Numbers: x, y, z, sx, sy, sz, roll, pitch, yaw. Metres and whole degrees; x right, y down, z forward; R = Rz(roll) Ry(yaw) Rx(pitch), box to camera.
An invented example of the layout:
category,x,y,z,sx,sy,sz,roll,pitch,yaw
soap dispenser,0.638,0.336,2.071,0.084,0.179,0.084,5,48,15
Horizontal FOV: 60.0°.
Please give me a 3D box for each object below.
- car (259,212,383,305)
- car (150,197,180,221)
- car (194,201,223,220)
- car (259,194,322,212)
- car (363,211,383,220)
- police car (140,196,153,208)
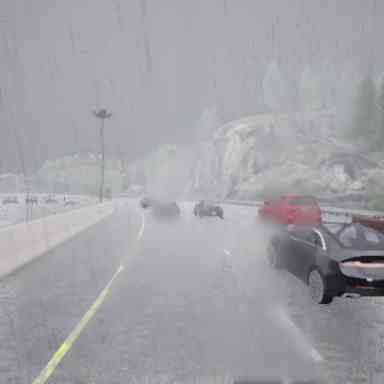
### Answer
category,x,y,z,sx,sy,sz,roll,pitch,yaw
car,3.285,1.462,8.020,2.128,1.511,4.902,0,0,-3
car,-2.028,1.421,26.332,2.128,1.511,4.902,0,0,-8
car,1.321,1.445,27.586,1.812,1.442,4.674,0,0,-9
car,5.838,1.151,20.368,2.150,2.045,5.566,0,0,-6
car,9.769,1.534,16.094,1.895,1.301,4.718,0,0,-5
police car,-5.903,1.386,45.276,2.038,1.542,4.974,0,0,-14
